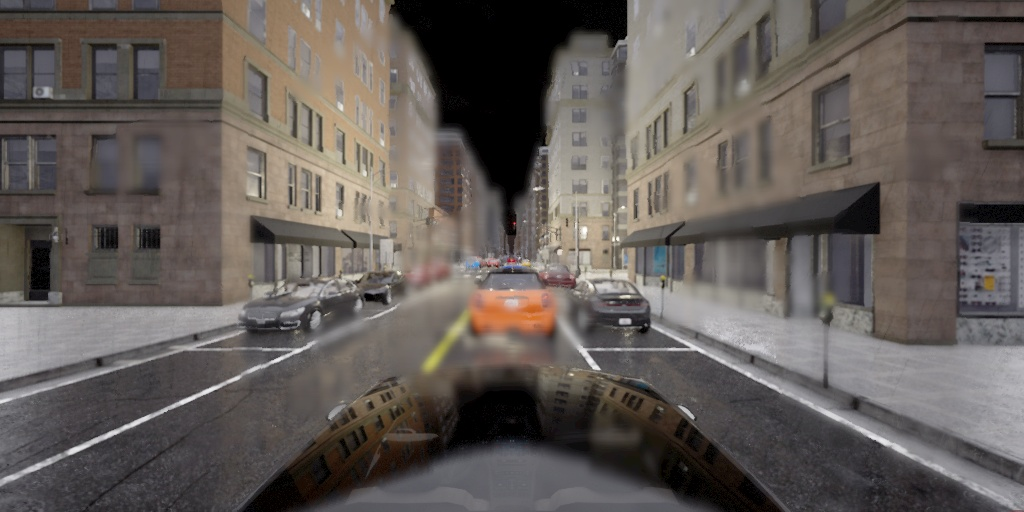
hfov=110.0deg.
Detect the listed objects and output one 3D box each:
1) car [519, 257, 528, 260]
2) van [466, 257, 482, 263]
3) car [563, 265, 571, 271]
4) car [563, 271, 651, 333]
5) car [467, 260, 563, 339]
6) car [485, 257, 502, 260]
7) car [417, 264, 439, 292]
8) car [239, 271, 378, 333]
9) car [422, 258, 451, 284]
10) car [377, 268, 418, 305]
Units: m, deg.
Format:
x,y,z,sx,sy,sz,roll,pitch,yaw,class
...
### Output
x,y,z,sx,sy,sz,roll,pitch,yaw,class
2.621,1.343,65.497,1.751,1.417,4.829,0,0,0,car
-5.896,1.147,54.105,1.690,1.789,3.998,0,0,0,van
2.655,1.213,21.666,1.967,1.591,4.097,0,0,0,car
2.663,1.311,10.615,2.007,1.370,4.403,0,0,0,car
0.022,1.112,10.277,2.097,1.767,4.553,0,0,0,car
-3.120,1.290,59.854,1.882,1.535,5.008,0,0,0,car
-5.871,1.355,21.634,1.802,1.307,4.207,0,0,0,car
-5.863,1.311,10.586,2.007,1.370,4.403,0,0,0,car
-5.875,1.094,27.157,2.192,1.841,5.009,0,0,0,car
-5.867,1.333,16.110,1.948,1.339,4.313,0,0,0,car
